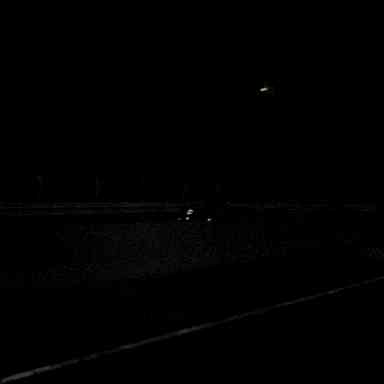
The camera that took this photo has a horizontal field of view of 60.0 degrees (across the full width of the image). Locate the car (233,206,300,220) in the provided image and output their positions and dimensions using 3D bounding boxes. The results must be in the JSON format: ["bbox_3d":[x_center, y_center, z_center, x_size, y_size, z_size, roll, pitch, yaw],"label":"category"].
[{"bbox_3d":[4.780,1.672,19.472,4.181,1.385,1.994,1,0,-34],"label":"car"}]

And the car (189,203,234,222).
[{"bbox_3d":[2.742,1.640,22.318,5.357,1.411,2.033,1,0,-34],"label":"car"}]

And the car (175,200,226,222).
[{"bbox_3d":[0.962,1.434,25.340,4.553,1.767,2.097,1,0,-34],"label":"car"}]
